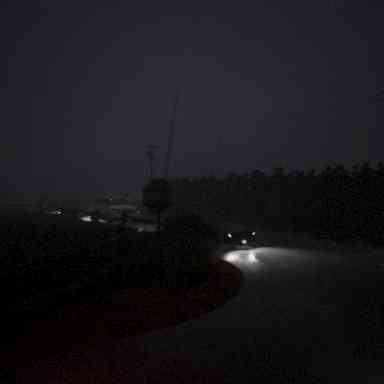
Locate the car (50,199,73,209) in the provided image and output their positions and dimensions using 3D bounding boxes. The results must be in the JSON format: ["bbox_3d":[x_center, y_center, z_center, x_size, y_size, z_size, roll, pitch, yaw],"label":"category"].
[{"bbox_3d":[-19.739,1.755,50.244,1.895,1.301,4.718,1,-1,-39],"label":"car"}]

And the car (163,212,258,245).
[{"bbox_3d":[0.620,1.661,15.882,2.033,1.411,5.357,1,-1,-36],"label":"car"}]

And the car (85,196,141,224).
[{"bbox_3d":[-5.889,1.336,25.052,2.150,2.045,5.566,1,0,-35],"label":"car"}]

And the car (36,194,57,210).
[{"bbox_3d":[-18.660,1.339,43.199,2.150,2.045,5.566,1,-1,-35],"label":"car"}]

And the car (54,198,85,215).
[{"bbox_3d":[-11.924,1.606,33.586,2.128,1.511,4.902,1,0,-35],"label":"car"}]
